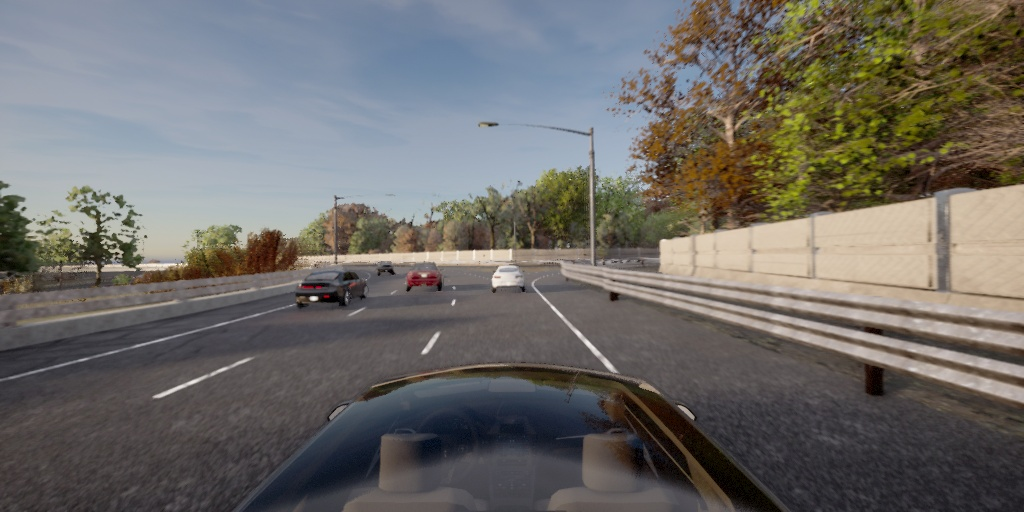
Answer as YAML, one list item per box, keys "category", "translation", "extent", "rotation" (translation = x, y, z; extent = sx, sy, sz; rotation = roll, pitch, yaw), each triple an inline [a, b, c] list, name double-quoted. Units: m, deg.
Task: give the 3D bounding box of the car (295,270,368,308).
- category: "car"
  translation: [-7.918, 1.380, 16.148]
  extent: [1.837, 1.490, 4.892]
  rotation: [0, 0, -8]

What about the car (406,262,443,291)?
- category: "car"
  translation: [-5.545, 1.188, 23.144]
  extent: [2.097, 1.767, 4.553]
  rotation: [-1, 0, -11]

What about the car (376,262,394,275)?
- category: "car"
  translation: [-15.524, 1.498, 43.878]
  extent: [1.837, 1.490, 4.892]
  rotation: [0, 0, -23]

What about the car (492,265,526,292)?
- category: "car"
  translation: [-0.172, 1.277, 21.470]
  extent: [1.812, 1.442, 4.674]
  rotation: [-1, 0, 1]
